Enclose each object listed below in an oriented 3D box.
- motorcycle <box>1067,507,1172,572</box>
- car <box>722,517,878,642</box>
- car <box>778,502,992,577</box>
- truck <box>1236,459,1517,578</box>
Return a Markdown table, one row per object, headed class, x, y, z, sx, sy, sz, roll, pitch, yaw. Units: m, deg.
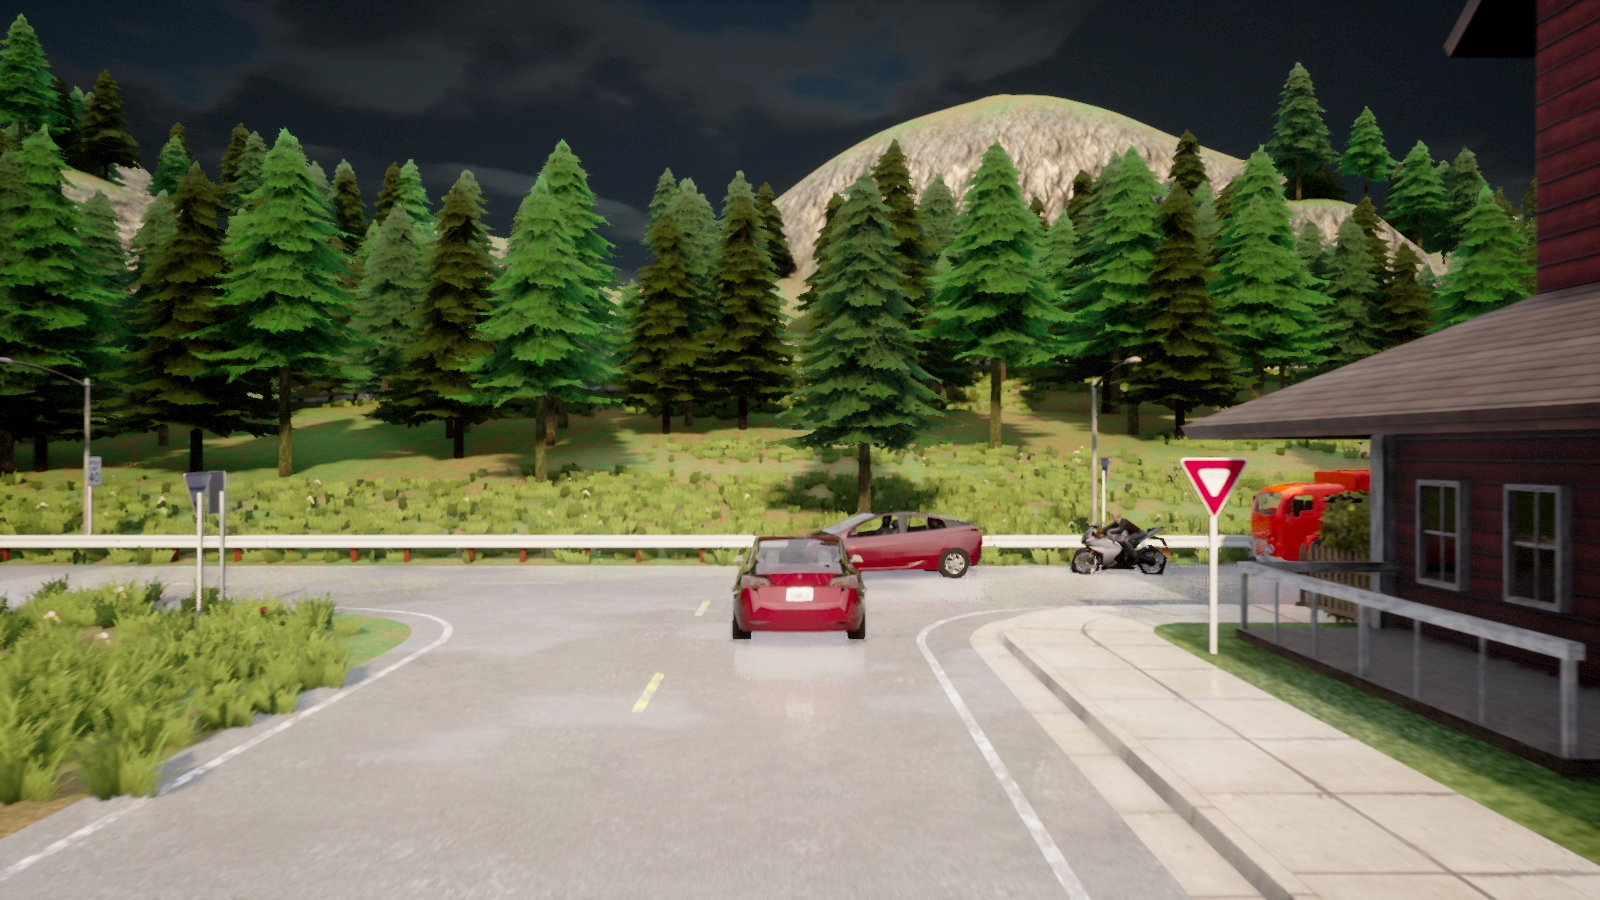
| class | x | y | z | sx | sy | sz | roll | pitch | yaw |
| --- | --- | --- | --- | --- | --- | --- | --- | --- | --- |
| motorcycle | 7.504 | 2.101 | 26.901 | 2.209 | 1.460 | 0.867 | 0 | 0 | 0 |
| car | -0.027 | 1.935 | 18.220 | 2.163 | 1.488 | 4.792 | 0 | 0 | -1 |
| car | 1.916 | 2.015 | 26.265 | 4.514 | 1.525 | 2.007 | 0 | -1 | -13 |
| truck | 13.420 | 1.543 | 26.913 | 5.204 | 2.467 | 2.627 | -2 | 0 | 0 |
